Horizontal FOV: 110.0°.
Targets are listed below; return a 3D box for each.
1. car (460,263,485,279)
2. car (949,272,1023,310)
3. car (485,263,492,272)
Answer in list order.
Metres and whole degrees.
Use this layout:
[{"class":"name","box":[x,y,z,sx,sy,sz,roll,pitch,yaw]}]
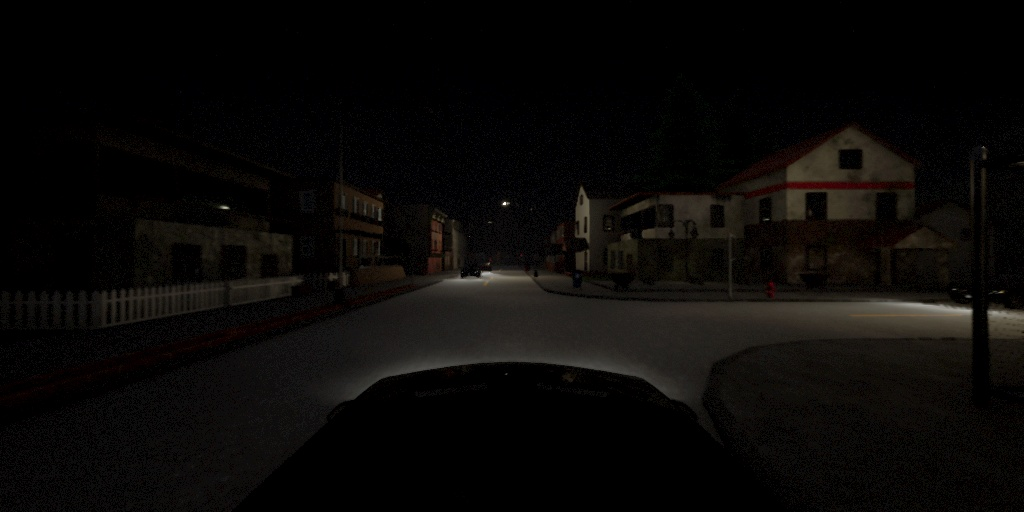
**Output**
[{"class":"car","box":[-4.126,1.507,36.794,1.837,1.490,4.892,0,0,0]},{"class":"car","box":[21.110,1.388,14.761,4.674,1.442,1.812,0,0,0]},{"class":"car","box":[-4.088,1.733,54.351,1.895,1.301,4.718,0,0,0]}]
